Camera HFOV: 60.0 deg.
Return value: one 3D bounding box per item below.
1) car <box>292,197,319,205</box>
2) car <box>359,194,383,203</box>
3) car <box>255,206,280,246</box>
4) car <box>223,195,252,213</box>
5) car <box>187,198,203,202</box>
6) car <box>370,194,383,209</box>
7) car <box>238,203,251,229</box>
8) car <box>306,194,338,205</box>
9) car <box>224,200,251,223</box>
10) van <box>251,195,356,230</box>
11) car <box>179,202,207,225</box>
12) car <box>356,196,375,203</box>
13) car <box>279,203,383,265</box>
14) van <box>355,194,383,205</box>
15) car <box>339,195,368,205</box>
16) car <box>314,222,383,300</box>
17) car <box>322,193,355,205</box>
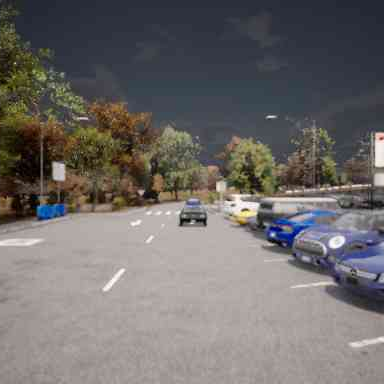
[{"bbox_3d":[20.911,1.617,61.492,2.163,1.488,4.792,0,-1,-21],"label":"car"},{"bbox_3d":[24.207,1.308,44.630,2.435,2.045,5.566,-1,1,-21],"label":"car"},{"bbox_3d":[5.363,1.501,13.390,5.008,1.535,2.097,1,0,-20],"label":"car"},{"bbox_3d":[5.373,1.272,28.428,5.566,2.045,2.435,1,0,-20],"label":"car"},{"bbox_3d":[0.353,1.537,42.049,1.882,1.535,5.008,0,0,6],"label":"car"},{"bbox_3d":[27.165,1.309,44.706,2.435,2.045,5.566,-1,1,-21],"label":"car"},{"bbox_3d":[5.373,1.550,19.393,4.674,1.452,2.002,1,0,-20],"label":"car"},{"bbox_3d":[23.934,1.338,61.577,2.435,2.045,5.566,0,-1,-21],"label":"car"},{"bbox_3d":[5.188,1.508,22.334,5.366,1.575,1.946,1,0,-20],"label":"car"},{"bbox_3d":[5.481,1.281,16.436,4.442,1.987,1.878,1,0,-20],"label":"van"},{"bbox_3d":[0.081,1.632,24.178,1.895,1.301,4.718,0,0,0],"label":"car"},{"bbox_3d":[21.241,1.587,44.548,2.163,1.488,4.792,-1,1,-22],"label":"car"},{"bbox_3d":[5.403,1.371,10.387,4.553,1.767,2.185,1,0,-20],"label":"car"},{"bbox_3d":[32.970,1.369,61.902,1.878,1.987,4.442,0,-1,-22],"label":"van"},{"bbox_3d":[29.990,1.467,61.747,2.185,1.767,4.553,1,-1,-22],"label":"car"},{"bbox_3d":[5.367,1.533,7.379,4.674,1.452,2.002,1,0,-20],"label":"car"},{"bbox_3d":[26.994,1.339,61.617,2.435,2.045,5.566,1,-1,-22],"label":"car"}]
